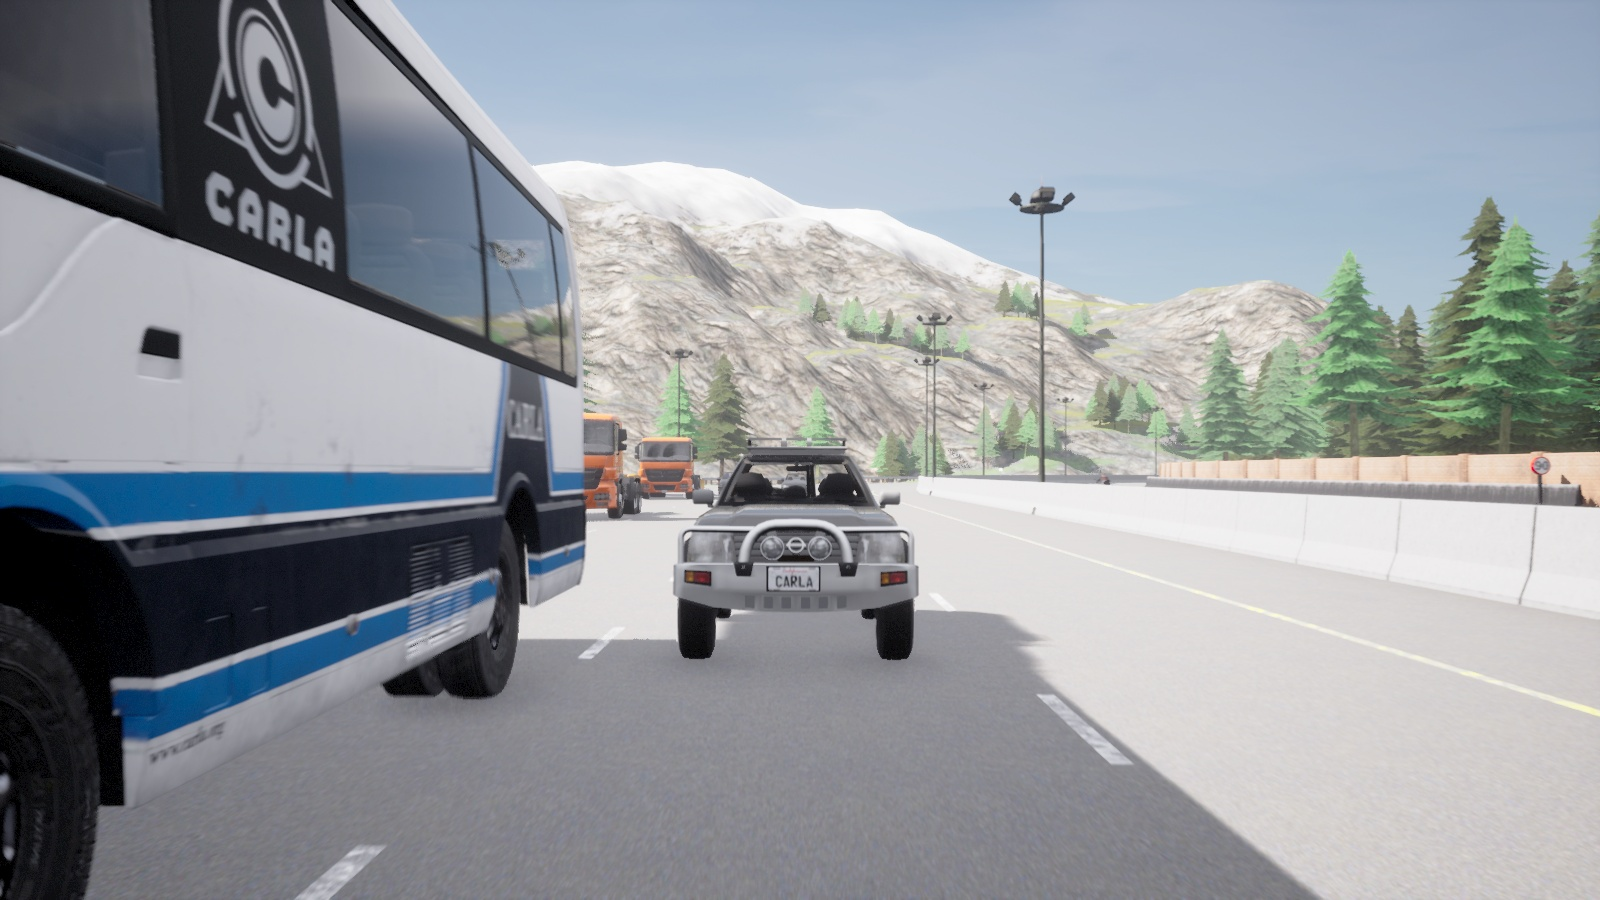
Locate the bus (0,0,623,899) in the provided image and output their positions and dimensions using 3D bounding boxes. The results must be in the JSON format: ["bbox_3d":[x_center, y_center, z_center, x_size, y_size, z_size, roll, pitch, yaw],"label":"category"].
[{"bbox_3d":[-3.520,-0.450,5.880,3.944,4.253,10.273,0,-1,0],"label":"bus"}]

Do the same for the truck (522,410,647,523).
[{"bbox_3d":[-7.107,0.573,42.499,2.891,3.462,7.936,0,-1,0],"label":"truck"}]

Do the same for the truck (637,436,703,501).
[{"bbox_3d":[-7.176,1.042,70.526,2.891,3.462,7.936,0,-1,0],"label":"truck"}]

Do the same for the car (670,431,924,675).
[{"bbox_3d":[-0.027,0.831,11.869,1.932,1.855,4.605,0,-1,0],"label":"car"}]
